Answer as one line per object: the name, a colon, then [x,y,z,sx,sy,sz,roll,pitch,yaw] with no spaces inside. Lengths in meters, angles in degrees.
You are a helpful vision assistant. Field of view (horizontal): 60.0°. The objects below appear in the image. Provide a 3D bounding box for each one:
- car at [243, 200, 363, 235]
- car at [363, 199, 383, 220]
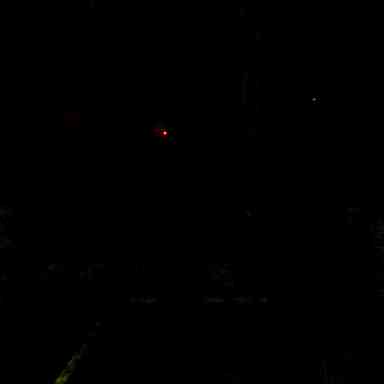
car: [4.901,1.135,15.531,5.008,1.535,1.882,0,0,0]
car: [11.603,1.139,21.334,4.829,1.417,1.752,0,0,0]
